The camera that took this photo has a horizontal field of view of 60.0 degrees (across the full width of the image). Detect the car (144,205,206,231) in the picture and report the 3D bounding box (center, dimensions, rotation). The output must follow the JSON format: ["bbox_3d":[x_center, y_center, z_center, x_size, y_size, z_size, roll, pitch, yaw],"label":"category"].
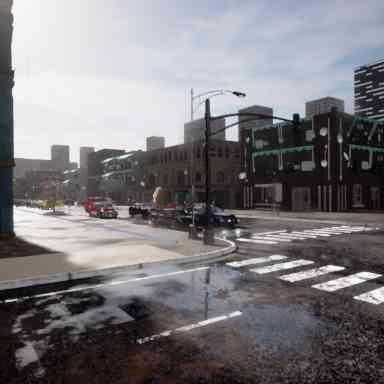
[{"bbox_3d":[-1.305,1.815,23.130,1.947,1.339,4.313,-1,0,-35],"label":"car"}]

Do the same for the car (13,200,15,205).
[{"bbox_3d":[-41.252,2.548,79.670,2.008,1.369,4.403,-1,0,-35],"label":"car"}]

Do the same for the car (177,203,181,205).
[{"bbox_3d":[0.803,1.810,34.854,2.008,1.369,4.403,-2,0,-35],"label":"car"}]

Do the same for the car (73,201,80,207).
[{"bbox_3d":[-21.610,2.228,66.458,1.887,1.381,4.507,-1,0,-35],"label":"car"}]

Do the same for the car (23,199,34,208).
[{"bbox_3d":[-31.647,2.376,66.125,2.008,1.369,4.403,-1,0,-35],"label":"car"}]

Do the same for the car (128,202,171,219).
[{"bbox_3d":[-4.522,1.821,32.367,2.128,1.511,4.902,-1,0,-35],"label":"car"}]

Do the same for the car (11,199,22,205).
[{"bbox_3d":[-44.454,2.598,84.184,1.887,1.381,4.507,-1,0,-35],"label":"car"}]

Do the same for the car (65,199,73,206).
[{"bbox_3d":[-28.014,2.364,75.489,1.947,1.339,4.313,-1,0,-35],"label":"car"}]

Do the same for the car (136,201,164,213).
[{"bbox_3d":[-5.599,1.966,43.884,1.802,1.307,4.206,-2,0,-35],"label":"car"}]

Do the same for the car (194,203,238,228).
[{"bbox_3d":[1.366,1.776,24.066,1.994,1.385,4.181,-1,0,-35],"label":"car"}]

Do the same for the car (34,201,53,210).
[{"bbox_3d":[-25.145,2.233,56.956,1.752,1.417,4.829,-1,0,-35],"label":"car"}]

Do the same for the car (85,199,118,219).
[{"bbox_3d":[-9.236,1.847,34.519,1.967,1.590,4.097,-1,0,-35],"label":"car"}]

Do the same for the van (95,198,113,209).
[{"bbox_3d":[-15.211,1.907,57.428,1.690,1.788,3.998,-1,0,-35],"label":"van"}]

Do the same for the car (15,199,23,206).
[{"bbox_3d":[-38.053,2.380,75.154,1.967,1.590,4.097,-1,0,-35],"label":"car"}]

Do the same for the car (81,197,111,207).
[{"bbox_3d":[-12.122,1.696,43.109,2.150,2.045,5.566,-1,0,-35],"label":"car"}]

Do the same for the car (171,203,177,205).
[{"bbox_3d":[-2.398,1.904,39.369,1.802,1.307,4.206,-2,0,-35],"label":"car"}]
